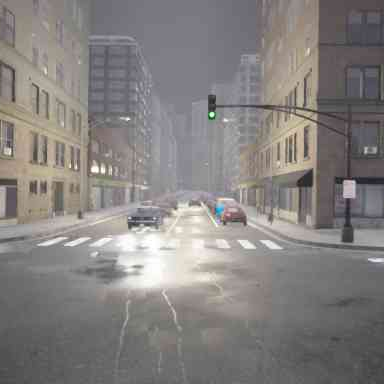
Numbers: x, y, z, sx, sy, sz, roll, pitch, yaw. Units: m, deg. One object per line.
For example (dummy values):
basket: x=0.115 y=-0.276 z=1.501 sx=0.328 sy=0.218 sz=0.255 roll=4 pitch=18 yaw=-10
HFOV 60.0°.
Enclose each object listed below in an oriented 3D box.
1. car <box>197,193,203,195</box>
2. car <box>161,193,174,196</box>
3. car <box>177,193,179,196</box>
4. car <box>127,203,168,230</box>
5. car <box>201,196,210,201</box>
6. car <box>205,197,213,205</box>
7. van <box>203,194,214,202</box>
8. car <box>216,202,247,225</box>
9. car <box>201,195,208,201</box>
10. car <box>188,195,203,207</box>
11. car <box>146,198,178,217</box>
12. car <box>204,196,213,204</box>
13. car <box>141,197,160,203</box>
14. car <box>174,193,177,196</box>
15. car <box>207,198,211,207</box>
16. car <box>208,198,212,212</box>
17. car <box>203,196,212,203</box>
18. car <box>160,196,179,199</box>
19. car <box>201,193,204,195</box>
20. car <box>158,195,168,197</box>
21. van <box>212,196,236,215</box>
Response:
car: x=0.528 y=1.550 z=62.872 sx=1.882 sy=1.535 sz=5.008 roll=1 pitch=0 yaw=0
car: x=-5.226 y=1.299 z=63.369 sx=2.192 sy=1.841 sz=5.009 roll=1 pitch=0 yaw=0
car: x=-5.063 y=1.484 z=85.582 sx=1.887 sy=1.381 sz=4.507 roll=1 pitch=0 yaw=0
car: x=-2.872 y=1.606 z=21.412 sx=1.895 sy=1.301 sz=4.718 roll=1 pitch=0 yaw=1
car: x=3.461 y=1.635 z=85.510 sx=1.947 sy=1.339 sz=4.313 roll=1 pitch=0 yaw=0
car: x=3.169 y=1.721 z=46.643 sx=1.802 sy=1.307 sz=4.206 roll=1 pitch=0 yaw=0
van: x=3.256 y=1.464 z=57.750 sx=1.690 sy=1.788 sz=3.998 roll=1 pitch=0 yaw=0
car: x=3.002 y=1.683 z=24.434 sx=1.802 sy=1.307 sz=4.206 roll=1 pitch=0 yaw=0
car: x=3.506 y=1.575 z=91.232 sx=1.752 sy=1.417 sz=4.829 roll=1 pitch=0 yaw=0
car: x=0.453 y=1.616 z=52.870 sx=1.812 sy=1.442 sz=4.674 roll=1 pitch=0 yaw=0
car: x=-2.787 y=1.578 z=32.099 sx=2.033 sy=1.411 sz=5.357 roll=1 pitch=0 yaw=1
car: x=3.211 y=1.715 z=52.199 sx=1.802 sy=1.307 sz=4.206 roll=1 pitch=0 yaw=0
car: x=-5.399 y=1.590 z=41.160 sx=1.802 sy=1.307 sz=4.206 roll=1 pitch=0 yaw=0
car: x=-5.143 y=1.279 z=74.474 sx=2.192 sy=1.841 sz=5.009 roll=1 pitch=0 yaw=0
car: x=3.127 y=1.719 z=41.092 sx=1.802 sy=1.307 sz=4.206 roll=1 pitch=0 yaw=0
car: x=3.084 y=1.672 z=35.537 sx=1.887 sy=1.381 sz=4.507 roll=1 pitch=0 yaw=0
car: x=3.377 y=1.675 z=74.405 sx=1.802 sy=1.307 sz=4.206 roll=1 pitch=0 yaw=0
car: x=-2.710 y=1.597 z=42.380 sx=2.033 sy=1.411 sz=5.357 roll=1 pitch=0 yaw=1
car: x=3.298 y=1.428 z=63.301 sx=2.192 sy=1.841 sz=5.009 roll=1 pitch=0 yaw=0
car: x=-5.313 y=1.555 z=52.266 sx=2.008 sy=1.369 sz=4.403 roll=1 pitch=0 yaw=0
van: x=3.046 y=1.456 z=29.986 sx=1.690 sy=1.788 sz=3.998 roll=1 pitch=0 yaw=0
